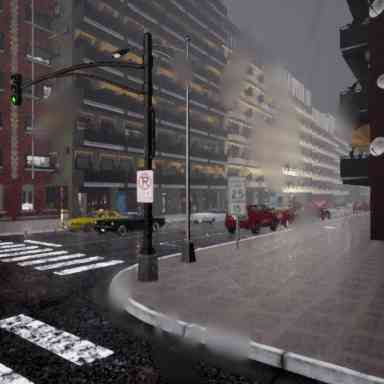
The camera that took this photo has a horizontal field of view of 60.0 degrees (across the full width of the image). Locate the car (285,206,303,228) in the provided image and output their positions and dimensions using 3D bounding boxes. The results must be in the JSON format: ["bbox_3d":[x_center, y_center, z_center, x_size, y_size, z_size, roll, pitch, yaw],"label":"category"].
[{"bbox_3d":[7.259,2.043,26.666,1.887,1.381,4.507,-1,-2,35],"label":"car"}]

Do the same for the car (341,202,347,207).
[{"bbox_3d":[39.364,3.281,87.080,1.947,1.339,4.313,-1,-2,35],"label":"car"}]

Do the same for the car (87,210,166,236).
[{"bbox_3d":[-3.830,1.911,20.841,1.895,1.301,4.718,0,-1,35],"label":"car"}]

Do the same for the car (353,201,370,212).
[{"bbox_3d":[29.992,2.522,59.148,2.192,1.841,5.009,-1,-2,35],"label":"car"}]

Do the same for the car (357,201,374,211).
[{"bbox_3d":[33.241,2.621,63.788,2.192,1.841,5.009,-1,-2,35],"label":"car"}]

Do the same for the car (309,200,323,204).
[{"bbox_3d":[23.122,2.770,63.881,1.887,1.381,4.507,-1,-2,35],"label":"car"}]

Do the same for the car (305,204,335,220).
[{"bbox_3d":[13.755,2.284,35.944,1.802,1.307,4.206,-1,-2,35],"label":"car"}]

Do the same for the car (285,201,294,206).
[{"bbox_3d":[13.279,2.446,49.822,1.752,1.417,4.829,-1,-2,35],"label":"car"}]

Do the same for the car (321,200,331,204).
[{"bbox_3d":[26.368,2.640,68.525,2.192,1.841,5.009,-1,-2,35],"label":"car"}]

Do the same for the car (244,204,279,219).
[{"bbox_3d":[7.889,2.171,37.560,2.128,1.511,4.902,0,-1,35],"label":"car"}]

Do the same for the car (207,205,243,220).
[{"bbox_3d":[3.634,2.164,36.042,1.887,1.381,4.507,-1,-2,35],"label":"car"}]

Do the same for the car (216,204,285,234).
[{"bbox_3d":[4.009,1.711,22.033,2.192,1.841,5.009,-1,-2,35],"label":"car"}]

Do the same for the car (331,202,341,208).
[{"bbox_3d":[32.866,3.066,77.800,1.887,1.381,4.507,-1,-2,35],"label":"car"}]

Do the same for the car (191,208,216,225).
[{"bbox_3d":[1.915,2.093,29.048,1.895,1.301,4.718,0,-1,35],"label":"car"}]

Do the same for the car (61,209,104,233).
[{"bbox_3d":[-6.209,1.834,21.984,1.752,1.417,4.829,-1,-2,35],"label":"car"}]

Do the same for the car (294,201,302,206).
[{"bbox_3d":[16.624,2.340,54.607,2.192,1.841,5.009,-1,-2,35],"label":"car"}]
